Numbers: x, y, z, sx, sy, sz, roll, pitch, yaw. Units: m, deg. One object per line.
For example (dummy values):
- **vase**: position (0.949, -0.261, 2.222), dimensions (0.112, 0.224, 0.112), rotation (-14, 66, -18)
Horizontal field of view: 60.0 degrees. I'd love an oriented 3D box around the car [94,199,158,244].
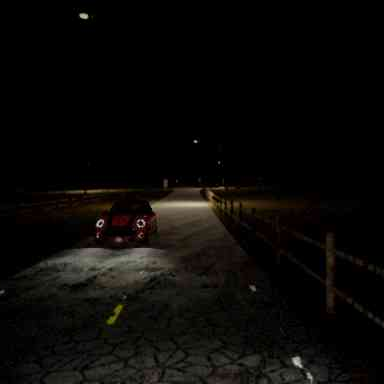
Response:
- **car**: position (-2.751, 1.177, 14.704), dimensions (2.097, 1.767, 4.553), rotation (0, 1, 0)
